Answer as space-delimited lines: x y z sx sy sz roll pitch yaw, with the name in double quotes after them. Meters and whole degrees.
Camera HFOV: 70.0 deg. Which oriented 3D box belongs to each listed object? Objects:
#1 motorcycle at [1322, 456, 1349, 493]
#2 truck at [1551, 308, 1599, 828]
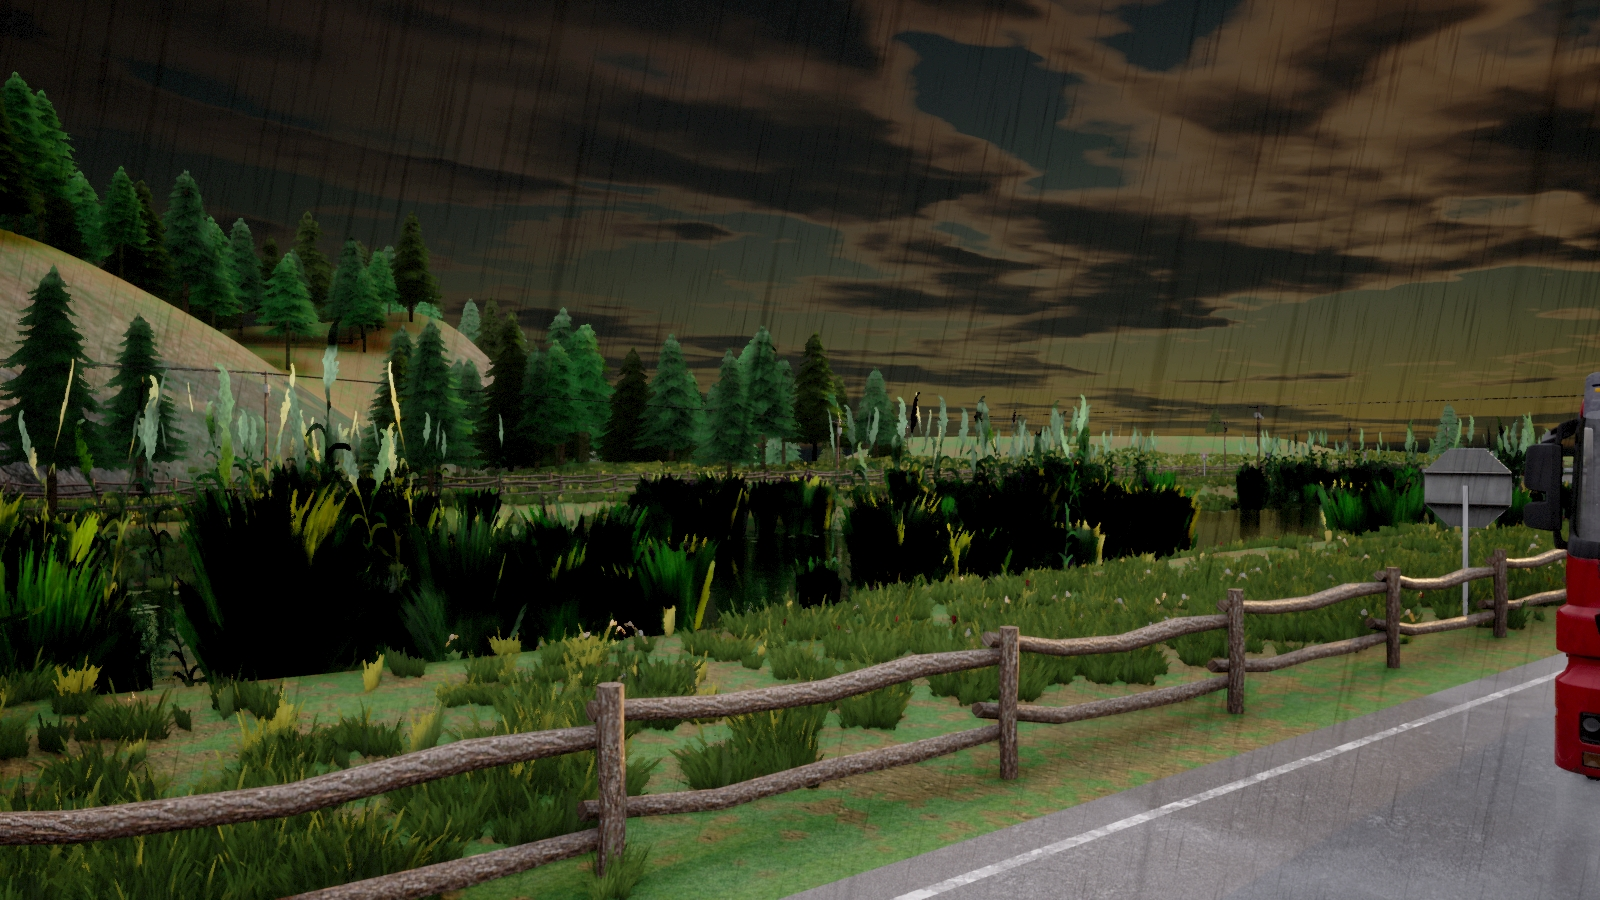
34.899 1.577 74.486 2.033 2.348 0.803 0 0 -39 "motorcycle"
9.477 0.862 10.935 2.891 3.827 8.468 0 0 40 "truck"
